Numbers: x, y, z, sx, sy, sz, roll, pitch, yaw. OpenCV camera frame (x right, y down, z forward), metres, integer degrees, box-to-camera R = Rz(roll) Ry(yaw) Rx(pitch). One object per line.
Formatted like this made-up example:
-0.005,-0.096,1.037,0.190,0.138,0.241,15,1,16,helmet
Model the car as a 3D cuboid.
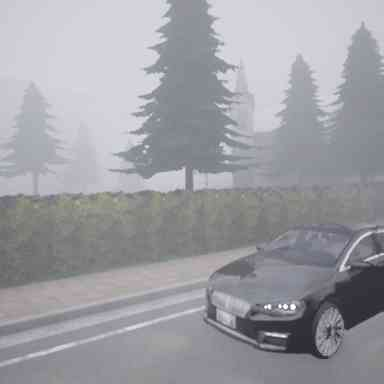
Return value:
2.409,1.332,5.838,4.902,1.511,2.128,-2,1,-37,car
